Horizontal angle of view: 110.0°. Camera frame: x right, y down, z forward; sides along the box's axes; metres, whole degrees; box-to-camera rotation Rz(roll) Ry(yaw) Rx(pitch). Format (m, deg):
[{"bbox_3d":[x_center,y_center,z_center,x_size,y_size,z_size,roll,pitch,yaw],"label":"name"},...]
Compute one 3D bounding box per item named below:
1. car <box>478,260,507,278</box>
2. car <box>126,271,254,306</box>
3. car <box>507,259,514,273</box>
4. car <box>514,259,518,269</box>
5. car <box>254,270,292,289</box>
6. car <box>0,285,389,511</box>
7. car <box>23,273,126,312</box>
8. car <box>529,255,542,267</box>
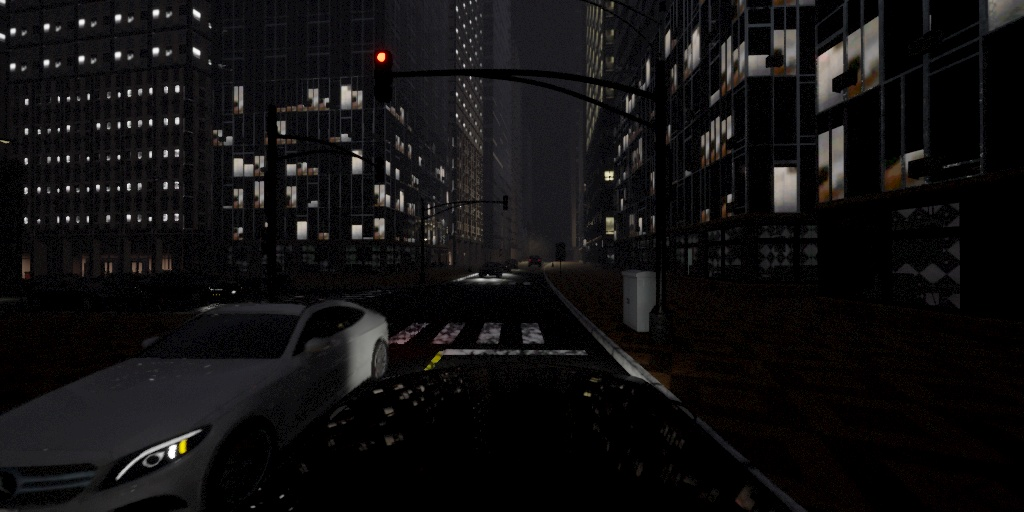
[{"bbox_3d":[-1.946,1.281,34.256,2.033,1.411,5.357,0,0,4],"label":"car"},{"bbox_3d":[-15.706,1.496,17.579,4.892,1.490,1.837,0,0,10],"label":"car"},{"bbox_3d":[-1.162,1.322,44.264,1.895,1.301,4.718,0,0,5],"label":"car"},{"bbox_3d":[-0.136,1.182,54.663,1.882,1.535,5.008,0,0,7],"label":"car"},{"bbox_3d":[-16.819,1.610,23.605,4.403,1.370,2.007,0,0,9],"label":"car"},{"bbox_3d":[-2.982,1.275,4.401,1.812,1.442,4.674,0,0,0],"label":"car"},{"bbox_3d":[-18.130,1.567,15.327,4.403,1.370,2.007,0,0,9],"label":"car"},{"bbox_3d":[4.251,0.901,64.640,2.150,2.045,5.566,0,0,7],"label":"car"}]
